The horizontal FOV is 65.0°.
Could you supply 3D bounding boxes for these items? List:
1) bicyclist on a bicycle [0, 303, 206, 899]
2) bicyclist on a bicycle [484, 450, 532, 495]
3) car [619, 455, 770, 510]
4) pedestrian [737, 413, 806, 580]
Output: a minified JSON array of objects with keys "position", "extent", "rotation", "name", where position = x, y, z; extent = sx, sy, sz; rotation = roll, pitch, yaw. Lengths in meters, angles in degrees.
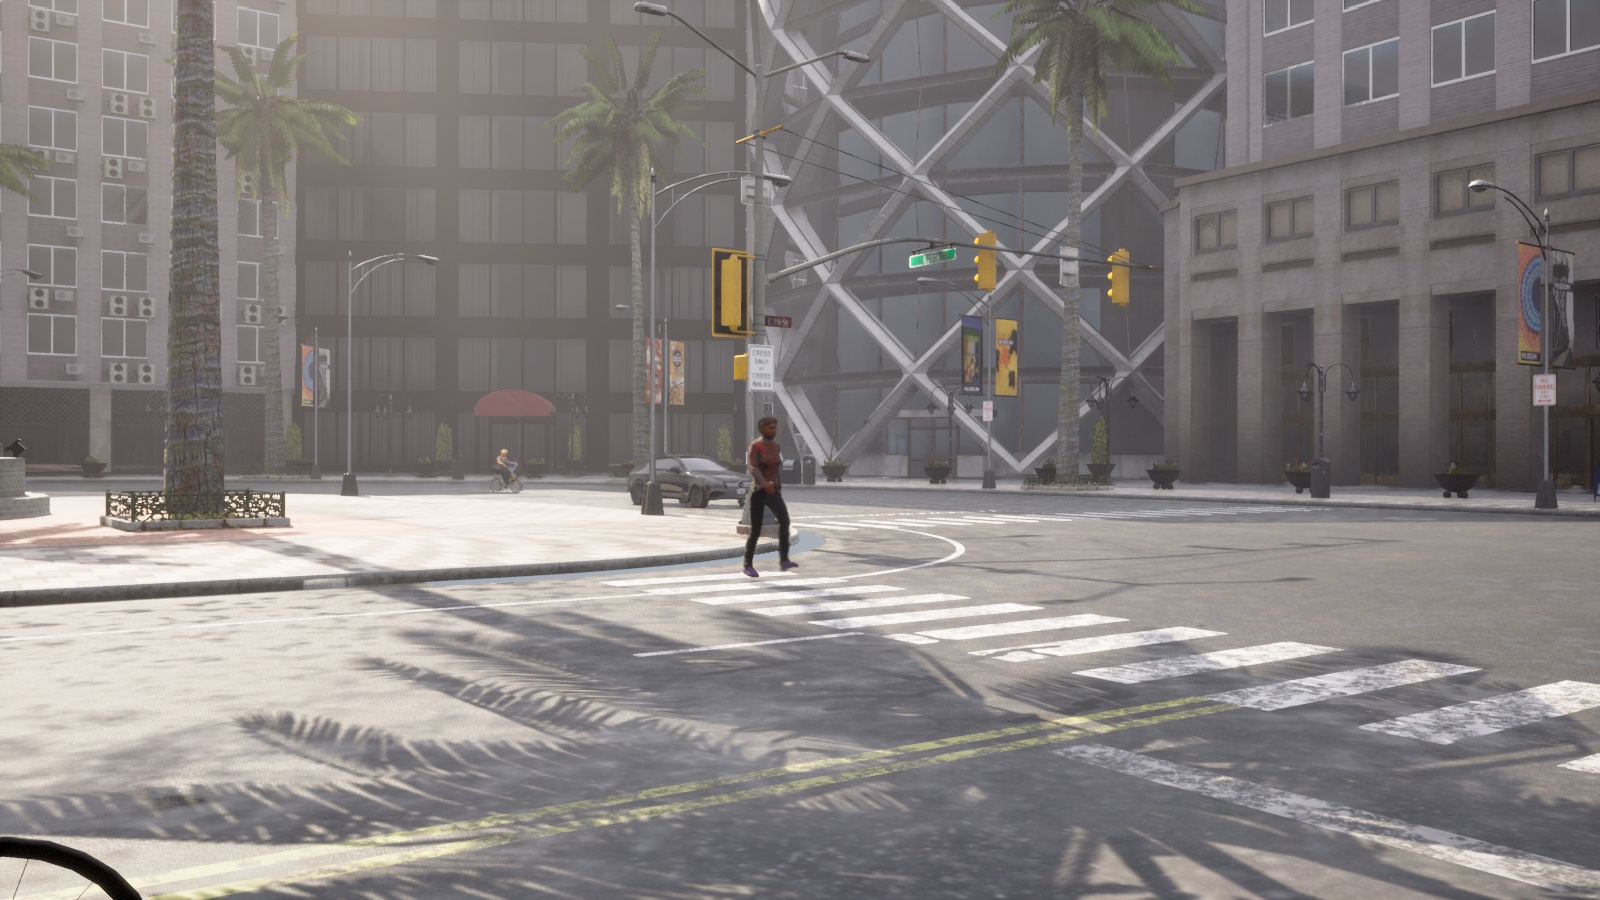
[{"position":[-2.110,0.625,2.206],"extent":[1.843,1.776,0.659],"rotation":[0,0,-35],"name":"bicyclist on a bicycle"},{"position":[-10.675,0.816,45.881],"extent":[1.509,1.612,0.866],"rotation":[0,0,28],"name":"bicyclist on a bicycle"},{"position":[-3.034,0.863,35.182],"extent":[1.812,1.442,4.674],"rotation":[0,0,-41],"name":"car"},{"position":[-0.326,0.500,13.981],"extent":[0.328,1.805,0.869],"rotation":[0,0,-36],"name":"pedestrian"}]
